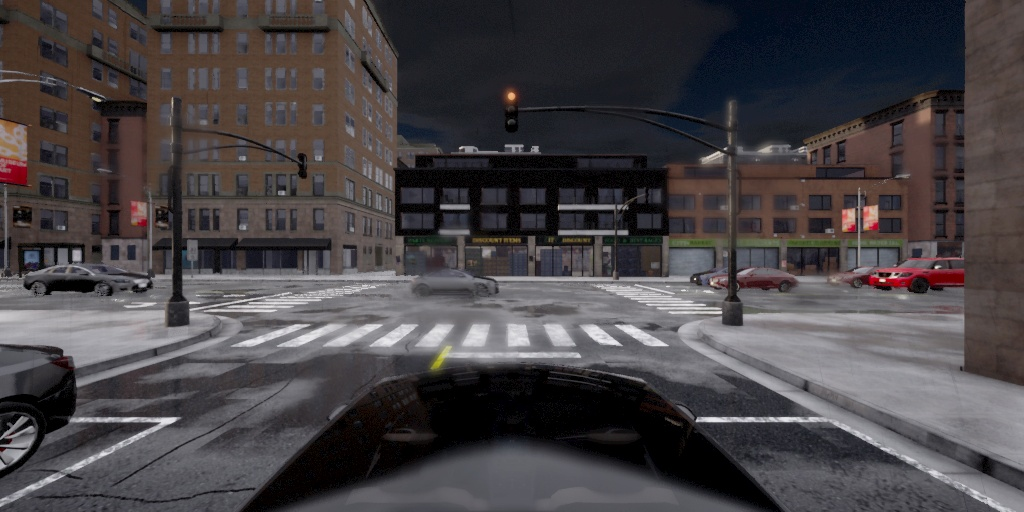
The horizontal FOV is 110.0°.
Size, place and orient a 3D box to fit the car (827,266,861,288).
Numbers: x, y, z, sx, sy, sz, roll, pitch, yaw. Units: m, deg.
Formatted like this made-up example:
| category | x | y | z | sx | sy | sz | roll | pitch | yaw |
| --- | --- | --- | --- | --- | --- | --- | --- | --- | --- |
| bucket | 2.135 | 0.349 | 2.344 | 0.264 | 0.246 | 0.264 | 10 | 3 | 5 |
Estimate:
| category | x | y | z | sx | sy | sz | roll | pitch | yaw |
| --- | --- | --- | --- | --- | --- | --- | --- | --- | --- |
| car | 24.158 | 1.407 | 24.326 | 4.674 | 1.442 | 1.812 | 0 | 0 | 0 |

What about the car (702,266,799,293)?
| category | x | y | z | sx | sy | sz | roll | pitch | yaw |
| --- | --- | --- | --- | --- | --- | --- | --- | --- | --- |
| car | 14.097 | 1.354 | 21.032 | 4.674 | 1.442 | 1.812 | 0 | 0 | 1 |

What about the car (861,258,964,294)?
| category | x | y | z | sx | sy | sz | roll | pitch | yaw |
| --- | --- | --- | --- | --- | --- | --- | --- | --- | --- |
| car | 24.522 | 1.106 | 21.080 | 5.566 | 2.045 | 2.150 | 0 | 0 | -1 |

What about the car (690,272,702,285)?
| category | x | y | z | sx | sy | sz | roll | pitch | yaw |
| --- | --- | --- | --- | --- | --- | --- | --- | --- | --- |
| car | 14.396 | 1.394 | 24.285 | 4.181 | 1.385 | 1.994 | 0 | 0 | 0 |

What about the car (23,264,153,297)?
| category | x | y | z | sx | sy | sz | roll | pitch | yaw |
| --- | --- | --- | --- | --- | --- | --- | --- | --- | --- |
| car | -20.384 | 1.150 | 17.392 | 4.902 | 1.511 | 2.128 | 0 | 0 | 0 |

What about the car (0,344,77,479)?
| category | x | y | z | sx | sy | sz | roll | pitch | yaw |
| --- | --- | --- | --- | --- | --- | --- | --- | --- | --- |
| car | -5.387 | 1.316 | 1.927 | 1.948 | 1.339 | 4.313 | 0 | 0 | 0 |

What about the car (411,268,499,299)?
| category | x | y | z | sx | sy | sz | roll | pitch | yaw |
| --- | --- | --- | --- | --- | --- | --- | --- | --- | --- |
| car | -2.744 | 1.307 | 17.490 | 4.181 | 1.385 | 1.994 | 0 | 0 | 0 |
